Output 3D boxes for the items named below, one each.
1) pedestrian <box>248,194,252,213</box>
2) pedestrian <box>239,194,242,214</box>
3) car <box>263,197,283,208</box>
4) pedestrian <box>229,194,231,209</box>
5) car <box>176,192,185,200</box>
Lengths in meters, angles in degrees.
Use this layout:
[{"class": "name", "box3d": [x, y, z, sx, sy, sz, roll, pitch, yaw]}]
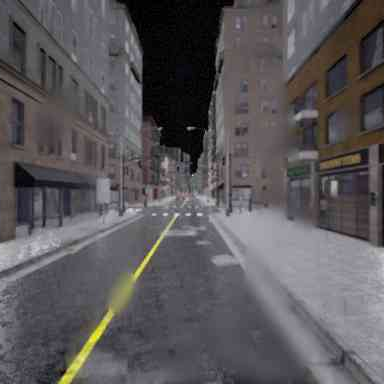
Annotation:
[{"class": "pedestrian", "box3d": [5.631, 1.069, 32.274, 0.375, 1.860, 0.375, 0, 0, 0]}, {"class": "pedestrian", "box3d": [4.631, 1.115, 31.674, 0.375, 1.860, 0.375, 0, 0, 0]}, {"class": "car", "box3d": [12.132, 1.430, 46.146, 4.507, 1.381, 1.887, -1, 0, 0]}, {"class": "pedestrian", "box3d": [3.631, 1.130, 32.874, 0.375, 1.860, 0.375, 0, 0, 0]}, {"class": "car", "box3d": [-3.011, 1.136, 86.588, 2.150, 2.045, 5.566, 0, 0, 0]}]
